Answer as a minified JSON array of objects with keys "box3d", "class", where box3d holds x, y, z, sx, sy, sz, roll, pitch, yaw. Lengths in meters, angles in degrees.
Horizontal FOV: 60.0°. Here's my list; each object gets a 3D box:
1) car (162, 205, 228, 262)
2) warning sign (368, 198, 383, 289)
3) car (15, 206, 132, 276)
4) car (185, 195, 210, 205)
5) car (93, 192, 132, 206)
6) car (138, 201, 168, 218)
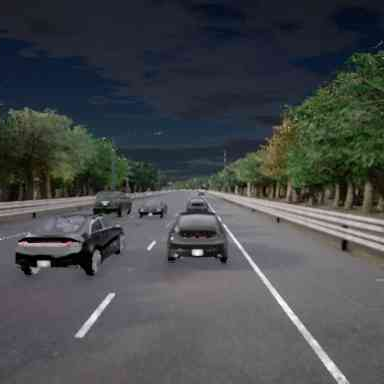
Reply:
[{"box3d":[0.196,1.411,11.681,1.837,1.490,4.892,0,1,1],"class":"car"},{"box3d":[4.592,1.062,6.894,1.300,1.860,1.060,0,1,1],"class":"warning sign"},{"box3d":[-3.337,1.410,10.031,2.128,1.511,4.902,0,0,1],"class":"car"},{"box3d":[0.468,1.260,28.847,1.837,1.490,4.892,0,1,1],"class":"car"},{"box3d":[-6.546,0.982,27.891,2.150,2.045,5.566,0,0,1],"class":"car"},{"box3d":[-3.064,1.370,27.154,1.895,1.301,4.718,0,1,1],"class":"car"}]
